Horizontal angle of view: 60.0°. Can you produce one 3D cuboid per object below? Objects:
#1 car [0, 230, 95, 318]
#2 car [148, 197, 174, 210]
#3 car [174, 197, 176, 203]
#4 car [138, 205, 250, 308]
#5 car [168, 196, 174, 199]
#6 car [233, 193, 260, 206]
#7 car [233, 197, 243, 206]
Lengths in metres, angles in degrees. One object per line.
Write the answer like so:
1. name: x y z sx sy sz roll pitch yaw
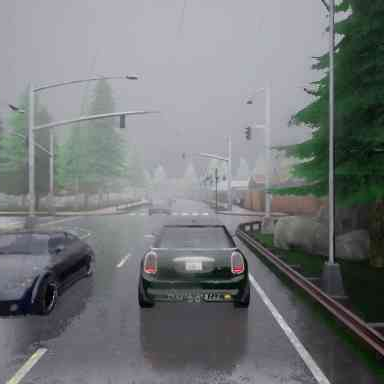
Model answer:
1. car: -3.611 1.564 7.378 1.994 1.385 4.181 0 0 0
2. car: -3.139 1.503 31.425 1.812 1.442 4.674 0 0 -10
3. car: -4.266 1.572 68.164 1.895 1.301 4.718 0 0 -1
4. car: 0.056 1.352 8.090 2.097 1.767 4.553 0 0 1
5. car: -4.124 1.534 48.569 1.994 1.385 4.181 0 0 0
6. car: 8.393 1.146 51.333 3.866 1.878 1.905 0 0 -1
7. car: 8.809 1.144 48.823 4.605 1.855 1.932 0 0 -1
